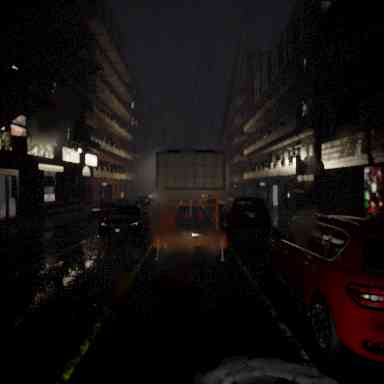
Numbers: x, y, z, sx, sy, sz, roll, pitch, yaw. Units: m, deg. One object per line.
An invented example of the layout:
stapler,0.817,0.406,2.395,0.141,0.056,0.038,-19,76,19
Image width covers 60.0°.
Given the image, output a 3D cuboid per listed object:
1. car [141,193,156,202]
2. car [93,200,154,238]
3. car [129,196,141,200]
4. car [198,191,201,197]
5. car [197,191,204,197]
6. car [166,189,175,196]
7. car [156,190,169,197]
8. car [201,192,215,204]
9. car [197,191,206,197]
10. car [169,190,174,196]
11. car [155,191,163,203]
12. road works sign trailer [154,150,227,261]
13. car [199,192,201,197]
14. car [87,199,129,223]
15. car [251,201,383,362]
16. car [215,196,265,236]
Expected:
car,-5.863,1.086,39.426,2.008,1.369,4.403,-1,1,0
car,-3.167,1.331,16.403,1.812,1.442,4.674,0,1,0
car,-5.816,1.248,28.223,1.802,1.307,4.206,-1,1,0
car,2.445,0.780,56.236,1.967,1.590,4.097,-1,1,0
car,2.306,0.473,90.017,1.752,1.417,4.829,-1,1,0
car,-6.099,0.204,95.414,2.192,1.841,5.009,-1,1,0
car,-5.960,0.588,61.830,2.192,1.841,5.009,-1,1,0
car,2.493,0.994,45.203,1.752,1.417,4.829,-1,1,0
car,2.330,0.565,84.246,2.008,1.369,4.403,-1,1,0
car,-6.073,0.499,89.840,2.008,1.369,4.403,-1,1,0
car,-5.910,0.955,50.629,2.008,1.369,4.403,-1,1,0
road works sign trailer,-0.043,0.326,11.647,2.380,3.560,2.880,0,1,0
car,2.471,0.971,50.635,1.947,1.339,4.313,-1,1,0
car,-5.793,1.314,22.621,1.802,1.307,4.206,-1,1,0
car,2.654,1.245,5.820,2.192,1.841,5.009,-1,1,0
car,2.608,1.114,17.023,2.192,1.841,5.009,-1,1,0
